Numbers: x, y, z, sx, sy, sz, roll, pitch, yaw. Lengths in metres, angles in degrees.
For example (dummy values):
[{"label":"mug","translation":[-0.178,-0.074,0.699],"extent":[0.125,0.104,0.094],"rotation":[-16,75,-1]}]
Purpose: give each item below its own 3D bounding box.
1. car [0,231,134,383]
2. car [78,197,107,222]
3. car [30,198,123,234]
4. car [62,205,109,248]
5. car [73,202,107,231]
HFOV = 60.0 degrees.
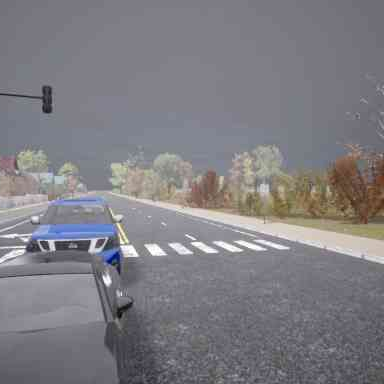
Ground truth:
[{"label":"car","translation":[-1.713,1.524,3.895],"extent":[1.812,1.442,4.674],"rotation":[0,0,-13]},{"label":"car","translation":[-8.167,1.338,27.527],"extent":[2.097,1.767,4.553],"rotation":[0,0,-15]},{"label":"car","translation":[-3.360,1.218,9.982],"extent":[2.150,2.045,5.566],"rotation":[0,0,-15]},{"label":"car","translation":[-5.025,1.499,16.052],"extent":[1.837,1.490,4.892],"rotation":[0,0,-15]},{"label":"car","translation":[-6.600,1.468,21.795],"extent":[1.882,1.535,5.008],"rotation":[0,0,-15]}]
